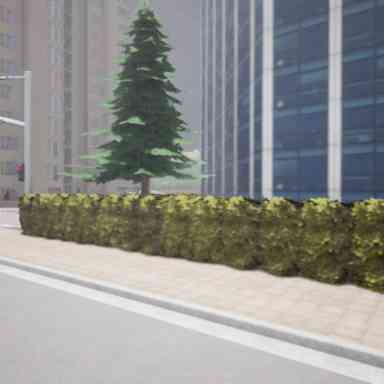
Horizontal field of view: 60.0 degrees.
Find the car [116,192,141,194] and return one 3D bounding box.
[{"bbox_3d":[-7.984,1.058,38.950,2.150,2.045,5.566,0,0,36],"label":"car"}]
